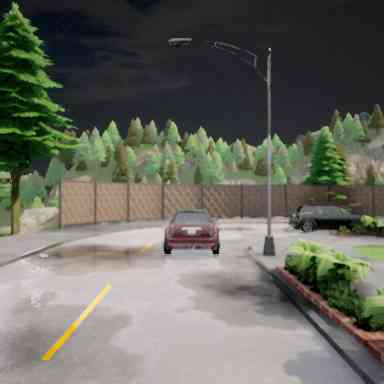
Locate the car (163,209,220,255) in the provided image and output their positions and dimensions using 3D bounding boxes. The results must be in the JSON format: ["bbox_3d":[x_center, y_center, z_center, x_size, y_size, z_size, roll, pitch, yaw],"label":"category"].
[{"bbox_3d":[0.048,1.488,14.078,2.097,1.767,4.553,0,-1,2],"label":"car"}]

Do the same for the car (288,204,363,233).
[{"bbox_3d":[8.409,1.550,20.505,4.553,1.767,2.097,0,-1,0],"label":"car"}]
